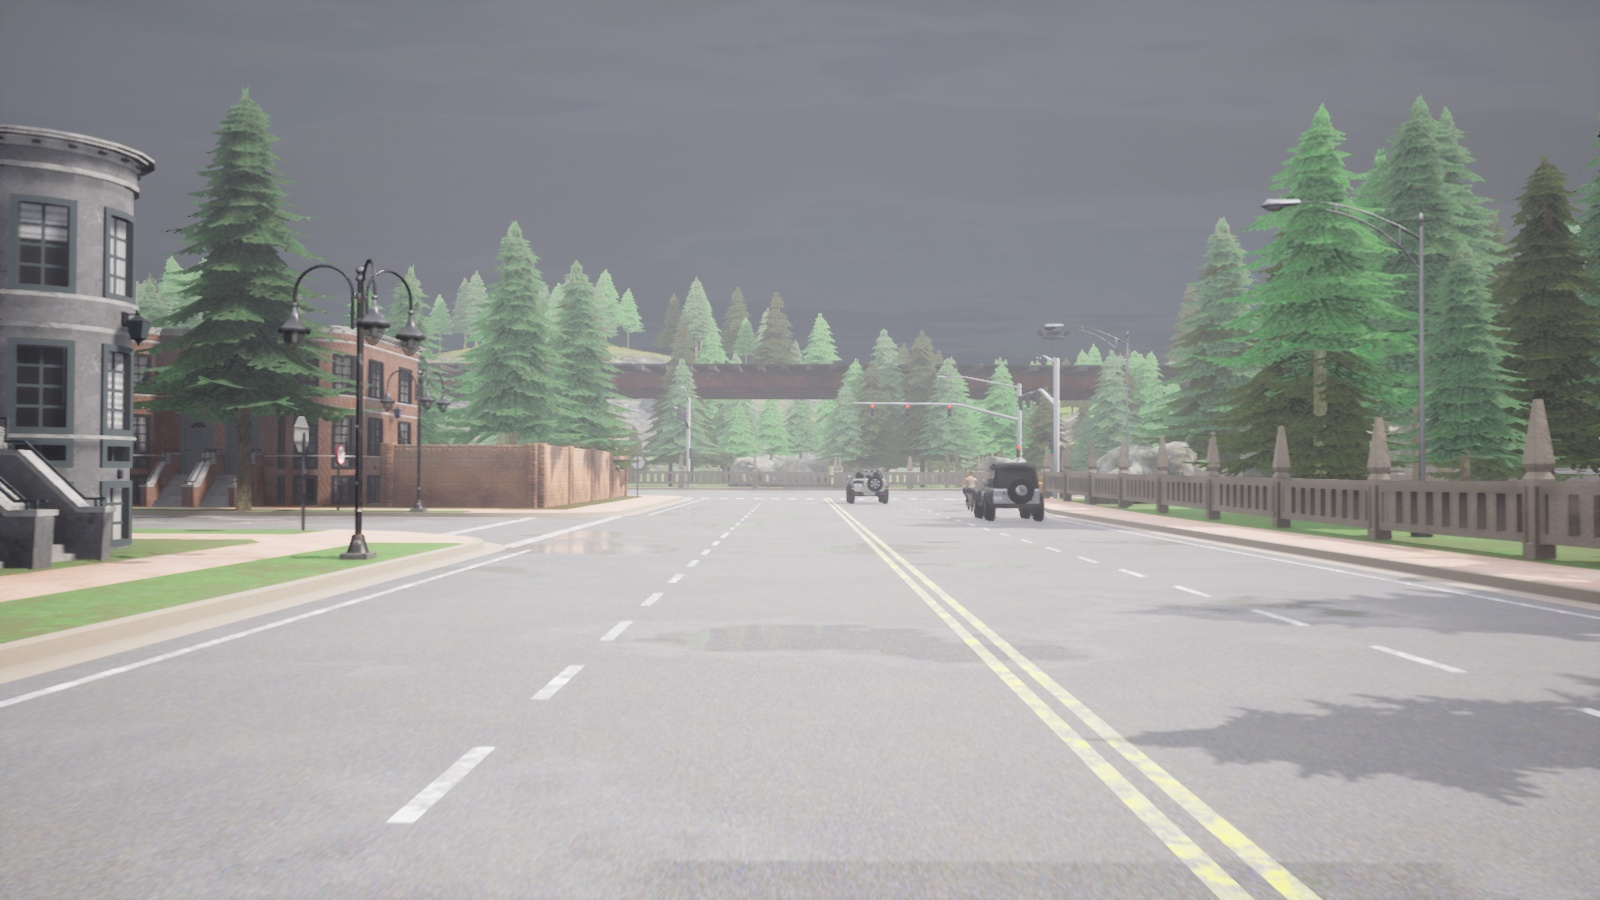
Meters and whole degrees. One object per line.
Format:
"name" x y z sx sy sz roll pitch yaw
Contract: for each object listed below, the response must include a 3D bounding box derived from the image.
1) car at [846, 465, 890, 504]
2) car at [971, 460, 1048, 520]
"car" 3.346 1.704 62.706 1.932 1.855 4.605 0 -1 0
"car" 6.897 1.305 41.679 1.905 1.878 3.866 0 -1 0
